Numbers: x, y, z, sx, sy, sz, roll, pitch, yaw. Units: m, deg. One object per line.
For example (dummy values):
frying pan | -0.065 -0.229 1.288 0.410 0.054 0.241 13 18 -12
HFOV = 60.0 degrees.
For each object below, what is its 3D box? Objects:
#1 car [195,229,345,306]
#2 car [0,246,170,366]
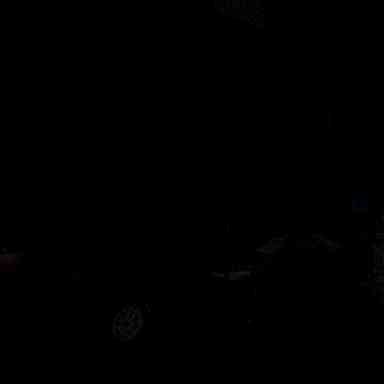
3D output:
car | 2.024 1.582 7.986 4.206 1.307 1.802 0 0 -36
car | -2.470 1.545 4.772 4.507 1.381 1.887 0 0 -36
